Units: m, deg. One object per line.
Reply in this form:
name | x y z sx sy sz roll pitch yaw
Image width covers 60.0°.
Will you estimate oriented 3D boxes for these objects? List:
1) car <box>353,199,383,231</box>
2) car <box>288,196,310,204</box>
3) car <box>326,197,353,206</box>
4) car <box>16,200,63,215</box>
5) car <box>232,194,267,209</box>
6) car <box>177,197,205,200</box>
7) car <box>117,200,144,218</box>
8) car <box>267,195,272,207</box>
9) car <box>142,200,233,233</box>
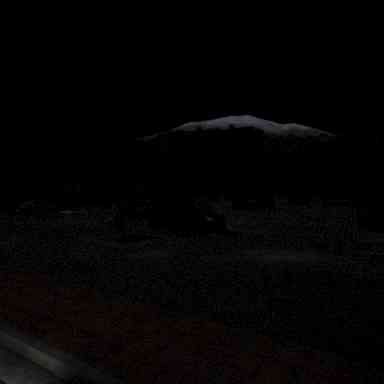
car | 11.853 1.283 18.618 4.605 1.855 1.932 0 0 35
car | 19.073 1.459 59.364 3.633 1.501 1.845 0 0 35
car | 23.405 1.512 52.643 3.806 1.475 1.970 0 0 35
car | -15.621 1.518 34.294 1.812 1.442 4.674 0 0 36
car | 6.877 1.164 41.668 3.866 1.878 1.905 0 0 35
car | -0.518 1.241 31.228 5.027 1.636 2.152 0 0 35
car | -3.964 1.322 25.804 3.806 1.475 1.970 0 0 35
car | 8.220 1.182 44.277 4.605 1.855 1.932 0 0 35
car | -0.329 1.427 18.741 4.514 1.523 2.007 0 0 35
